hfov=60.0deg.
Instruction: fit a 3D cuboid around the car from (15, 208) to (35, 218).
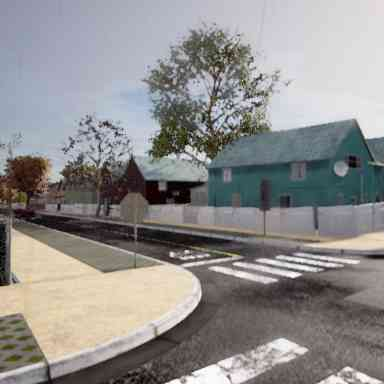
[{"bbox_3d":[-22.314,2.755,44.409,1.895,1.301,4.718,0,-2,-35],"label":"car"}]
